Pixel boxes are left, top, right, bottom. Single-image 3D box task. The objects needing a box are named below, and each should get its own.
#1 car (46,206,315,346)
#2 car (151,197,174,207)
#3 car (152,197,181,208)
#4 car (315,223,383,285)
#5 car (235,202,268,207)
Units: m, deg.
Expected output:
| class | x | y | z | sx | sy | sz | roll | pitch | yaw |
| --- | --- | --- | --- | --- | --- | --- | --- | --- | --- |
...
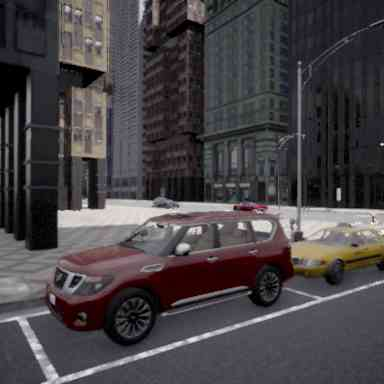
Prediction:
| class | x | y | z | sx | sy | sz | roll | pitch | yaw |
| --- | --- | --- | --- | --- | --- | --- | --- | --- | --- |
| car | -0.095 | 1.348 | 6.589 | 5.009 | 1.841 | 2.192 | 1 | -1 | -36 |
| car | -5.294 | 1.774 | 59.815 | 2.097 | 1.767 | 4.553 | 0 | 0 | -36 |
| car | -3.923 | 1.936 | 52.194 | 2.033 | 1.411 | 5.357 | 0 | 0 | -35 |
| car | 4.324 | 1.606 | 9.745 | 4.829 | 1.417 | 1.752 | 1 | -1 | -36 |
| car | 7.366 | 1.961 | 41.912 | 1.895 | 1.301 | 4.718 | 0 | 0 | -35 |
